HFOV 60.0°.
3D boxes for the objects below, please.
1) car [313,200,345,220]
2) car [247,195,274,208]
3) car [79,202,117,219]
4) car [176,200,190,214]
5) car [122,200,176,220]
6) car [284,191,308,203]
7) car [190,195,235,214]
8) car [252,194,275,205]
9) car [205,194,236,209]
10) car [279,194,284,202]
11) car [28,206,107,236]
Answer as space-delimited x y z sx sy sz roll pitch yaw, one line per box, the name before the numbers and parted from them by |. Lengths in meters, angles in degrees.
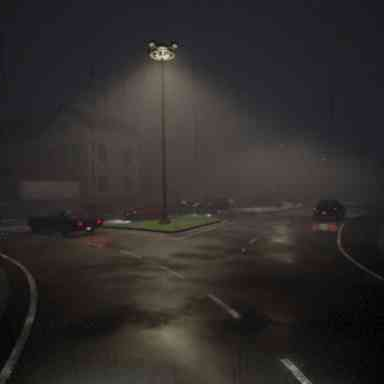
car | 10.795 1.316 26.115 1.812 1.442 4.674 -1 0 31
car | 9.155 1.290 44.830 1.837 1.490 4.892 -1 0 34
car | -8.700 1.614 28.285 4.674 1.442 1.812 -1 0 -41
car | -1.546 1.530 35.679 1.994 1.385 4.181 -1 0 38
car | -3.761 1.577 28.089 1.994 1.385 4.181 -1 0 45
car | 18.768 0.837 58.898 2.150 2.045 5.566 -1 0 34
car | 2.216 1.261 34.870 2.097 1.767 4.553 -1 0 37
car | 11.836 1.206 54.954 1.882 1.535 5.008 -1 0 35
car | 3.746 1.228 43.093 2.097 1.767 4.553 -1 0 34
car | 18.035 1.112 64.061 1.837 1.490 4.892 -1 0 34
car | -7.315 1.683 18.983 4.718 1.301 1.895 -1 0 35
